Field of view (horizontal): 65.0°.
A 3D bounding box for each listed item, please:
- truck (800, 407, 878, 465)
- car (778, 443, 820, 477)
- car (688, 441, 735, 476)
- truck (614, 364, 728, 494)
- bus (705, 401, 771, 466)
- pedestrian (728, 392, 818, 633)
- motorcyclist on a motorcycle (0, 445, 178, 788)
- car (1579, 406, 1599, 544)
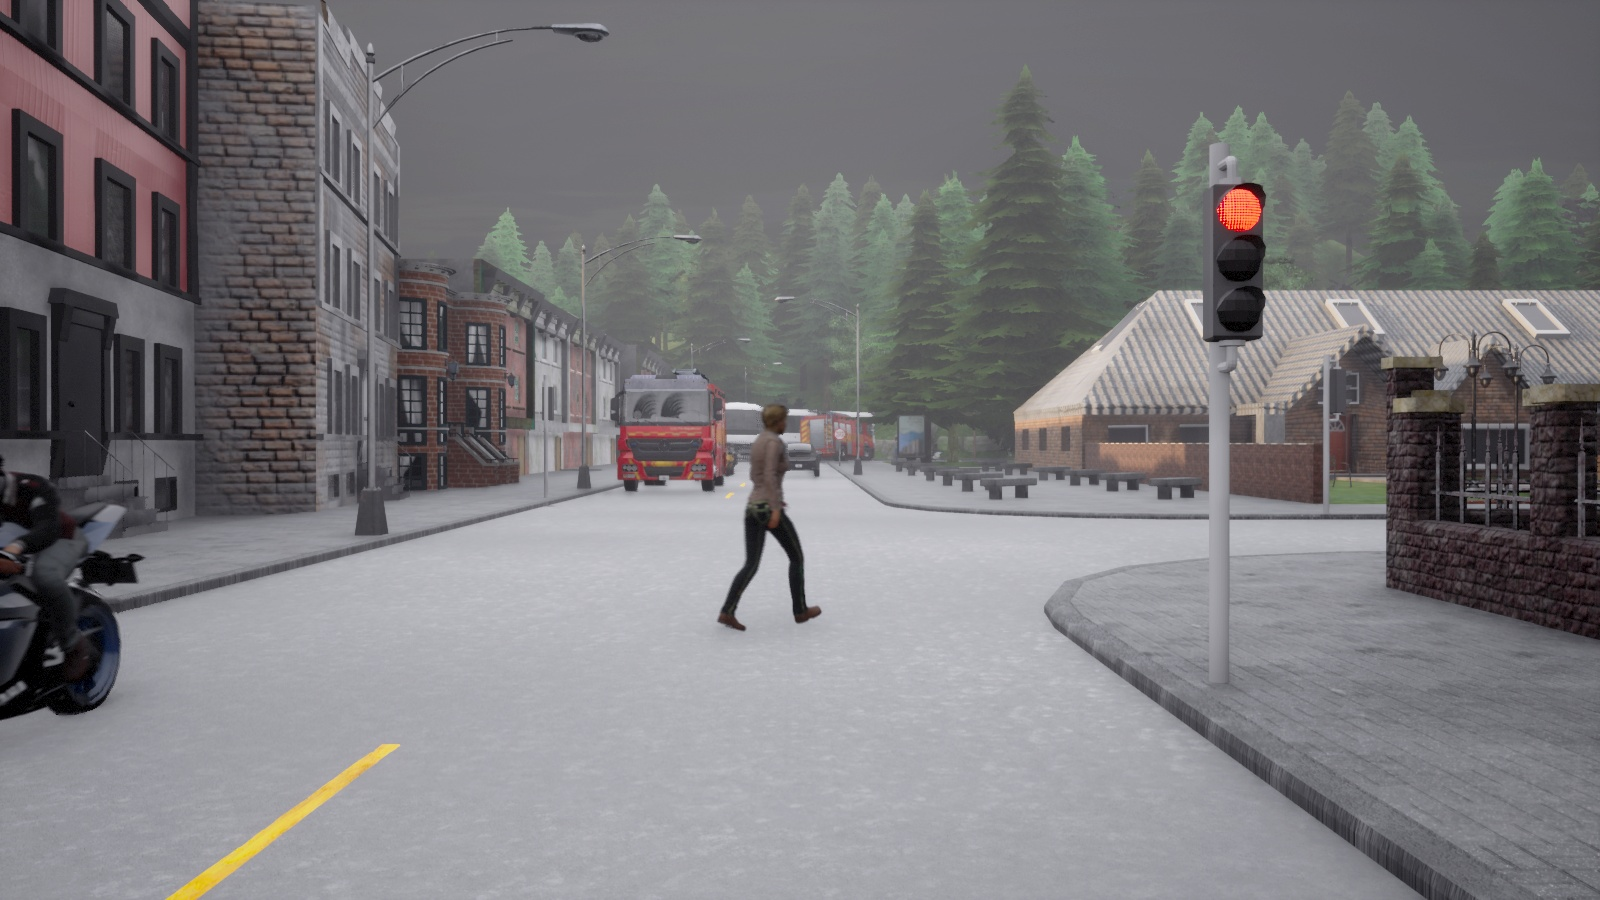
[{"bbox_3d":[3.129,-0.990,98.020,2.891,3.827,8.468,-4,-4,24],"label":"truck"},{"bbox_3d":[-0.051,0.426,57.585,1.837,1.490,4.892,0,0,0],"label":"car"},{"bbox_3d":[-4.051,0.354,58.196,1.801,1.575,5.366,0,0,0],"label":"car"},{"bbox_3d":[-4.048,-0.654,41.252,2.891,3.827,8.468,0,0,0],"label":"truck"},{"bbox_3d":[-4.170,-1.124,86.944,3.944,4.253,10.273,0,0,1],"label":"bus"},{"bbox_3d":[-0.212,0.480,9.960,0.634,1.846,0.331,0,0,-35],"label":"pedestrian"},{"bbox_3d":[-4.014,0.744,6.150,0.866,1.530,2.191,0,0,0],"label":"motorcyclist on a motorcycle"},{"bbox_3d":[14.694,0.375,18.153,5.566,2.045,2.150,0,0,-1],"label":"car"}]
